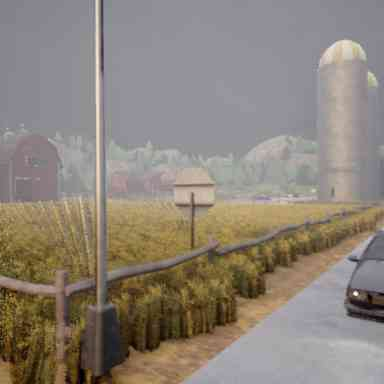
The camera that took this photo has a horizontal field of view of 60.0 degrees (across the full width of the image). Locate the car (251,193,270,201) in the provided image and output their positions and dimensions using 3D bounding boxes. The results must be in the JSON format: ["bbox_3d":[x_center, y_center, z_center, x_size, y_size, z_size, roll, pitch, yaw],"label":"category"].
[{"bbox_3d":[17.199,1.336,83.509,4.611,1.667,2.242,0,0,35],"label":"car"}]

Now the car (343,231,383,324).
[{"bbox_3d":[4.643,1.590,7.164,2.033,1.411,5.357,0,0,33],"label":"car"}]
